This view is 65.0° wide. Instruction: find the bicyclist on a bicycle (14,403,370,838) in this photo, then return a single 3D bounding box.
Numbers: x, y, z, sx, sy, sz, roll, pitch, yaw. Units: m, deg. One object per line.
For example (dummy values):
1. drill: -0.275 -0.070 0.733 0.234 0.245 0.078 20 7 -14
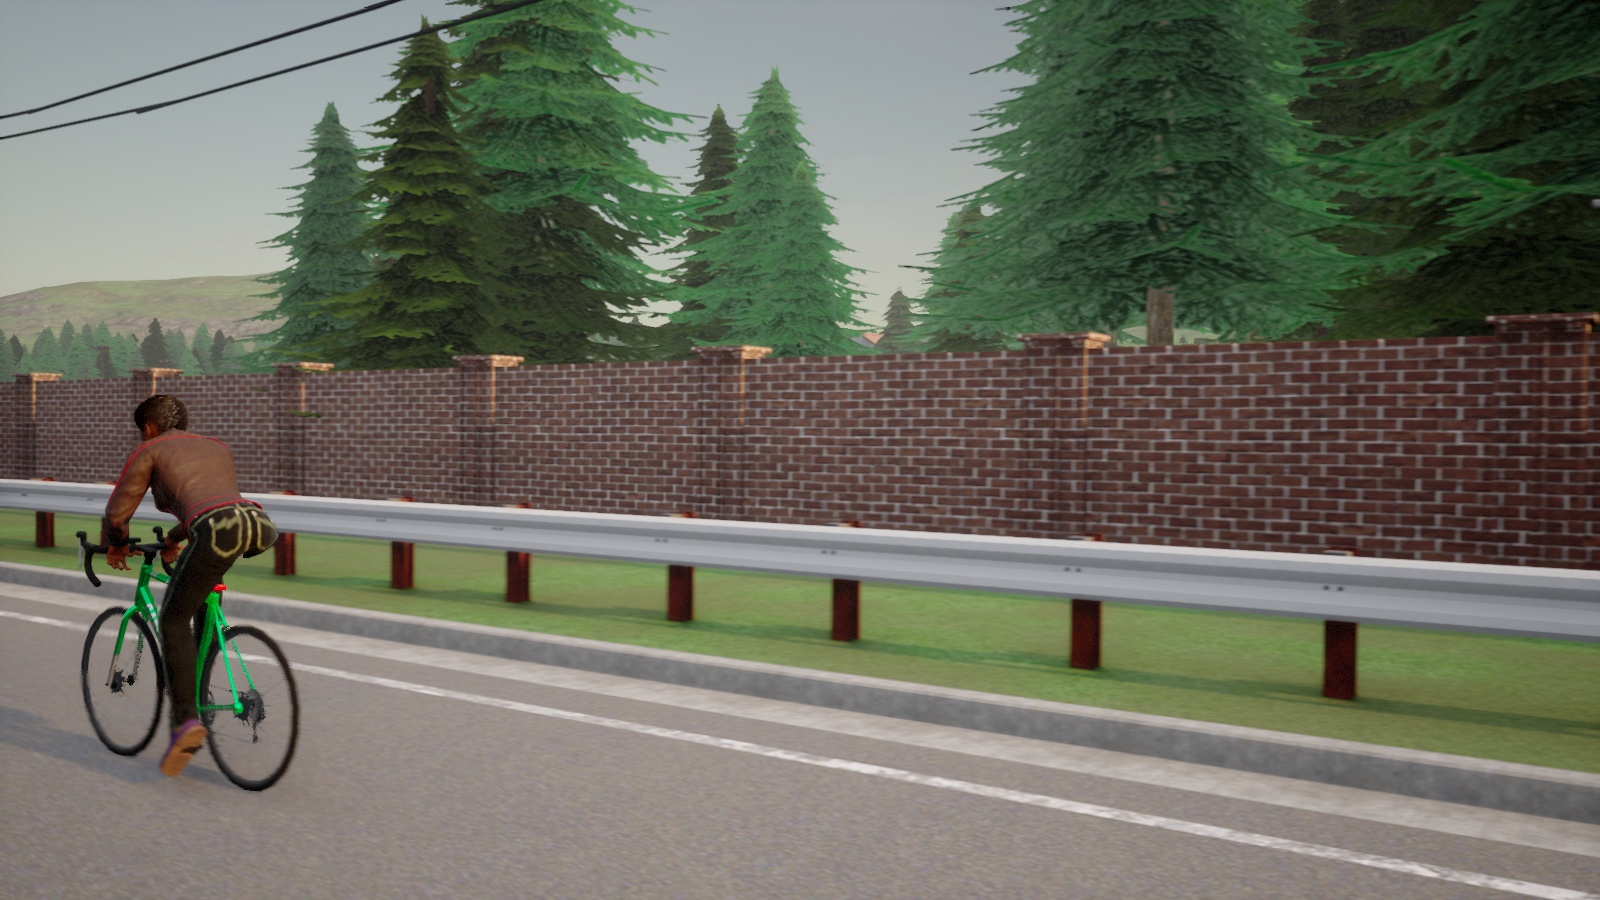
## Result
1. bicyclist on a bicycle: -2.628 0.635 5.368 1.656 1.620 0.582 0 1 34
